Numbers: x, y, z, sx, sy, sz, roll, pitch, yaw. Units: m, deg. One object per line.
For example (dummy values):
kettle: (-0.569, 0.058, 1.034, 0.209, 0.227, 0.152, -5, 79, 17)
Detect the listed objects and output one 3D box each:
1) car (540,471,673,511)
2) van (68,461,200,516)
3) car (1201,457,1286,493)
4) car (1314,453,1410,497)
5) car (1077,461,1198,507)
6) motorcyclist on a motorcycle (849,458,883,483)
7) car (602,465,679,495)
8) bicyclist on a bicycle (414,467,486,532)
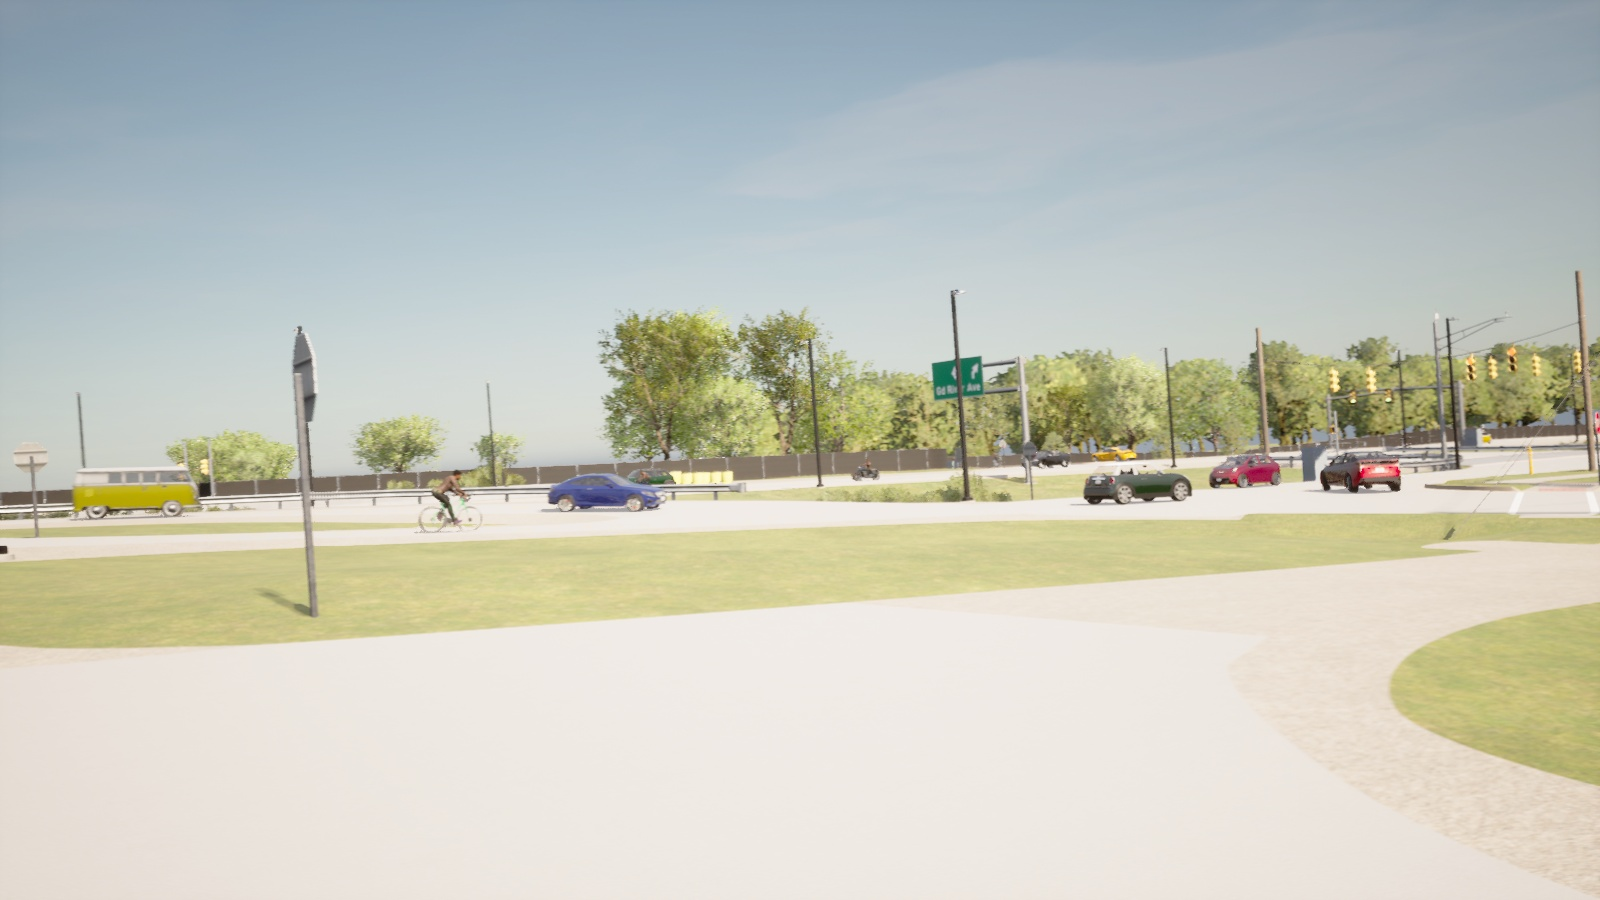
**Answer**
car: (-7.422, 1.569, 48.270, 4.674, 1.442, 1.812, -1, 1, 16)
van: (-25.704, 1.466, 48.575, 4.442, 1.987, 1.775, 0, -1, -27)
car: (20.519, 1.165, 58.105, 3.633, 1.501, 1.845, -1, -1, -34)
car: (21.420, 0.919, 48.055, 2.007, 1.525, 4.514, -2, 0, 6)
car: (12.175, 1.219, 45.295, 3.806, 1.475, 1.970, -1, -1, -25)
motorcyclist on a motorcycle: (4.681, 1.453, 89.495, 2.350, 1.649, 0.766, -2, -1, -34)
car: (-10.622, 1.989, 83.553, 4.553, 1.767, 2.097, -2, -1, -34)
bicyclist on a bicycle: (-8.960, 1.260, 32.184, 1.656, 1.620, 0.582, 1, -3, -33)
